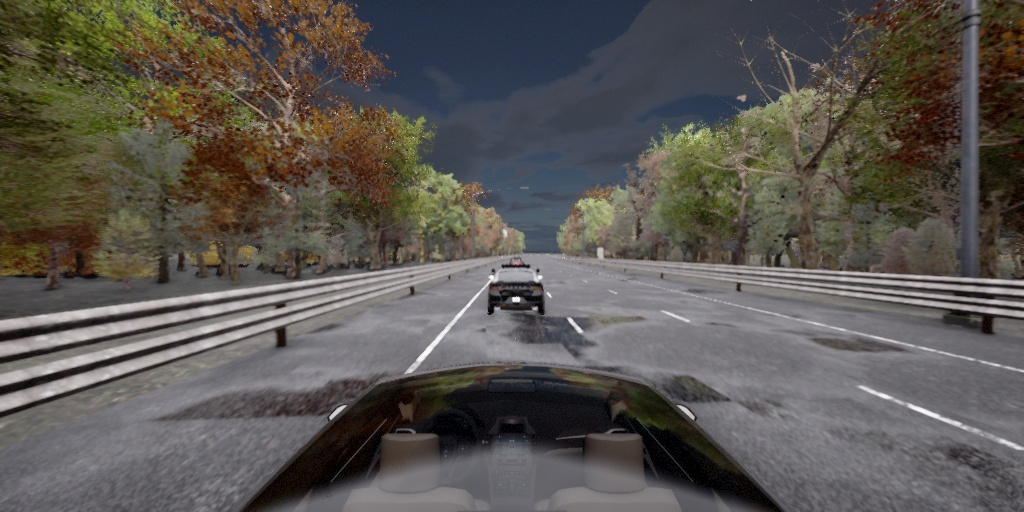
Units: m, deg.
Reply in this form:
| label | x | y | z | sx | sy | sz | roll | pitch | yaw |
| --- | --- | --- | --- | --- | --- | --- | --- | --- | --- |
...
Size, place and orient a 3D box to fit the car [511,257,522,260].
| label | x | y | z | sx | sy | sz | roll | pitch | yaw |
| --- | --- | --- | --- | --- | --- | --- | --- | --- | --- |
| car | 0.566 | 0.932 | 45.453 | 2.033 | 1.649 | 4.856 | 0 | 0 | 1 |

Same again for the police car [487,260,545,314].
| label | x | y | z | sx | sy | sz | roll | pitch | yaw |
| --- | --- | --- | --- | --- | --- | --- | --- | --- | --- |
| police car | 0.141 | 1.109 | 13.525 | 1.930 | 1.638 | 5.238 | 0 | 0 | 0 |
